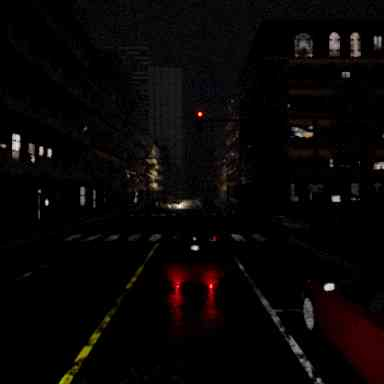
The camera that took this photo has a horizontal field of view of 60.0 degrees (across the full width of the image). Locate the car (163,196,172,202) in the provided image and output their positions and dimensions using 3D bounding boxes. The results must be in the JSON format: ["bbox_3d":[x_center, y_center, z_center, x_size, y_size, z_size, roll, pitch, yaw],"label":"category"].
[{"bbox_3d":[-5.804,1.693,80.312,1.752,1.417,4.829,-1,0,0],"label":"car"}]

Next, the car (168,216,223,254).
[{"bbox_3d":[0.288,1.622,13.567,1.895,1.301,4.718,0,0,5],"label":"car"}]

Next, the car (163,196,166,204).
[{"bbox_3d":[-5.767,1.665,52.843,1.947,1.339,4.313,0,0,0],"label":"car"}]

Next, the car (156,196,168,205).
[{"bbox_3d":[-5.783,1.565,63.899,1.967,1.590,4.097,-1,0,0],"label":"car"}]

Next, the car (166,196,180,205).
[{"bbox_3d":[-3.128,1.595,60.619,1.882,1.535,5.008,0,0,0],"label":"car"}]

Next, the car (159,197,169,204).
[{"bbox_3d":[-5.790,1.721,69.427,1.802,1.307,4.206,-1,0,0],"label":"car"}]

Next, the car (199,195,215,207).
[{"bbox_3d":[2.612,1.540,52.849,1.967,1.590,4.097,-1,0,0],"label":"car"}]

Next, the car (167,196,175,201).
[{"bbox_3d":[-5.819,1.780,91.538,1.802,1.307,4.206,-1,0,0],"label":"car"}]

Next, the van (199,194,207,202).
[{"bbox_3d":[2.574,1.509,80.489,1.690,1.788,3.998,-1,0,0],"label":"van"}]

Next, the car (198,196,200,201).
[{"bbox_3d":[2.591,1.690,69.432,2.008,1.369,4.403,-1,0,0],"label":"car"}]

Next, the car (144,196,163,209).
[{"bbox_3d":[-5.759,1.637,47.315,2.008,1.369,4.403,0,0,0],"label":"car"}]

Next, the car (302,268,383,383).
[{"bbox_3d":[2.679,1.551,3.850,1.887,1.381,4.507,0,0,0],"label":"car"}]

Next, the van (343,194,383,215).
[{"bbox_3d":[15.603,1.084,29.439,3.998,1.788,1.690,-1,1,-1],"label":"van"}]
